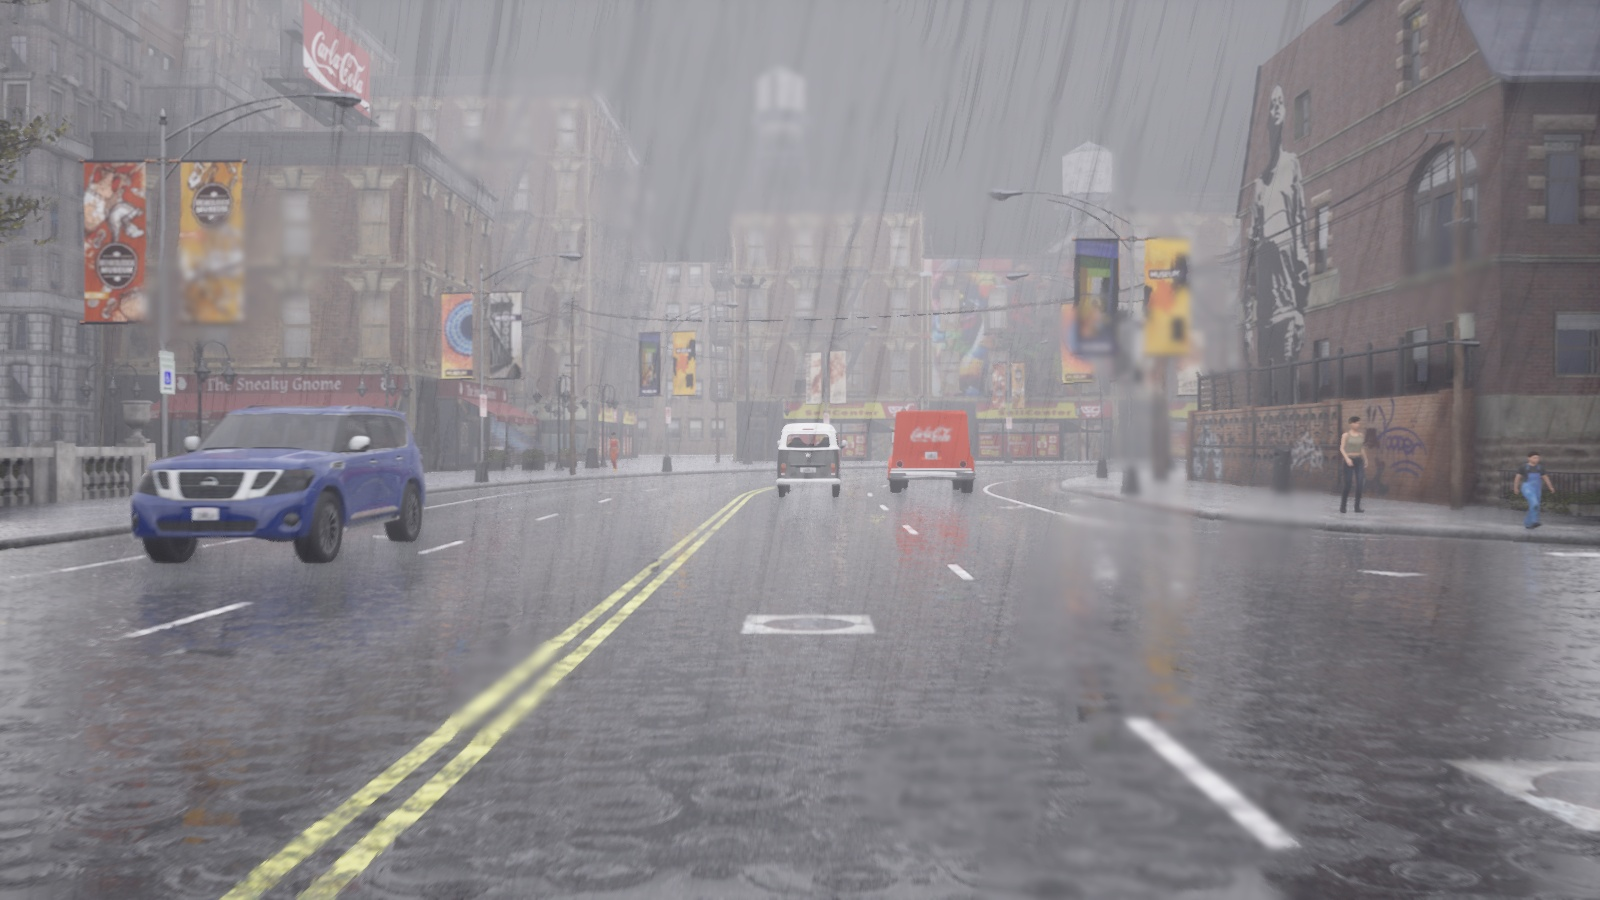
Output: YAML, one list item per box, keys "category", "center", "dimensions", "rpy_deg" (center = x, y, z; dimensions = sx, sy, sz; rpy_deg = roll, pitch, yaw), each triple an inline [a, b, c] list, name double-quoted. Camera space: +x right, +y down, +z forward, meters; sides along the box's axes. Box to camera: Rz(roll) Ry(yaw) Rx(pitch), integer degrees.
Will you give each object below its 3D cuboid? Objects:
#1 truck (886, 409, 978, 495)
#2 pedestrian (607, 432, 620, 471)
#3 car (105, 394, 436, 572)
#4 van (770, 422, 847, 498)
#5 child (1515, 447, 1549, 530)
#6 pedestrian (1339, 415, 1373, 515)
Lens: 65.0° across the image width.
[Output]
- category: "truck"
  center: [4.070, 0.042, 38.989]
  dimensions: [2.627, 2.467, 5.204]
  rpy_deg: [0, 0, 5]
- category: "pedestrian"
  center: [-8.723, 0.064, 58.707]
  dimensions: [0.345, 1.836, 0.594]
  rpy_deg: [0, 0, 17]
- category: "car"
  center: [-6.885, 0.363, 17.197]
  dimensions: [2.150, 2.045, 5.566]
  rpy_deg: [0, 0, 0]
- category: "van"
  center: [0.310, 0.266, 36.002]
  dimensions: [2.069, 2.038, 4.480]
  rpy_deg: [0, 0, 2]
- category: "child"
  center: [11.218, 0.579, 19.251]
  dimensions: [0.270, 1.263, 0.437]
  rpy_deg: [0, 0, 1]
- category: "pedestrian"
  center: [10.400, 0.279, 23.493]
  dimensions: [0.345, 1.836, 0.594]
  rpy_deg: [0, 0, -3]
